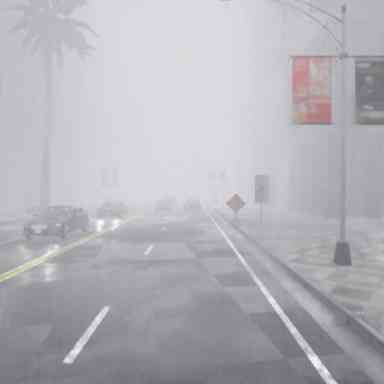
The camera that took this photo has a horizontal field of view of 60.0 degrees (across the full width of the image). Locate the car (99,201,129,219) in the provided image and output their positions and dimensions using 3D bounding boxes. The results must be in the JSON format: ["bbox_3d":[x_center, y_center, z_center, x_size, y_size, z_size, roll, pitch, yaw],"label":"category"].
[{"bbox_3d":[-6.579,1.468,27.955,1.994,1.385,4.181,0,0,0],"label":"car"}]

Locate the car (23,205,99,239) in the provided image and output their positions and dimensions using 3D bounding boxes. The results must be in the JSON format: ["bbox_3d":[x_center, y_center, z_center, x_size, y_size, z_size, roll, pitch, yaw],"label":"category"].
[{"bbox_3d":[-6.593,1.416,16.728,2.128,1.511,4.902,0,0,0],"label":"car"}]

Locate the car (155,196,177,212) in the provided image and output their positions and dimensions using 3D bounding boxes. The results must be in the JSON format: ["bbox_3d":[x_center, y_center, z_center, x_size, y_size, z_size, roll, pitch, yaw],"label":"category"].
[{"bbox_3d":[-3.142,1.456,37.558,2.033,1.411,5.357,0,0,-1],"label":"car"}]

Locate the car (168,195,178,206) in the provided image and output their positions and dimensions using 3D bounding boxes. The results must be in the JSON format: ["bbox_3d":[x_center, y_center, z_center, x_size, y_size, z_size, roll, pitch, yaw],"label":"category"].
[{"bbox_3d":[-3.181,1.280,48.162,2.097,1.767,4.553,0,0,0],"label":"car"}]

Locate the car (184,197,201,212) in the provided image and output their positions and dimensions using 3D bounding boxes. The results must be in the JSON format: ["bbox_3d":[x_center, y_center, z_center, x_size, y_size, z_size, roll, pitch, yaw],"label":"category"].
[{"bbox_3d":[0.057,1.510,37.335,1.895,1.301,4.718,0,0,1],"label":"car"}]

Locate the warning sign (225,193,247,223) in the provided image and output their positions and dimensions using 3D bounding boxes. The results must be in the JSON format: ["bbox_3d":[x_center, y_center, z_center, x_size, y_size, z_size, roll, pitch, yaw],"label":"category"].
[{"bbox_3d":[2.863,1.027,21.742,1.300,1.860,1.060,1,1,0],"label":"warning sign"}]

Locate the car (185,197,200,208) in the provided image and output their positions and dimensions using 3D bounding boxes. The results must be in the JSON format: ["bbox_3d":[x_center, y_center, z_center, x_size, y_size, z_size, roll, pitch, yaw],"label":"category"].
[{"bbox_3d":[0.013,1.476,47.911,2.033,1.411,5.357,0,0,0],"label":"car"}]
